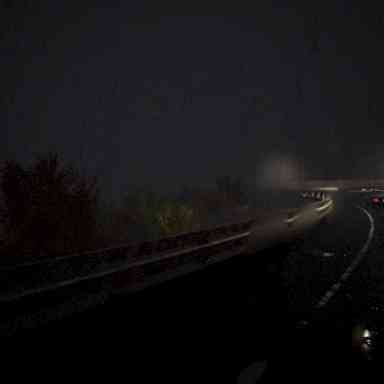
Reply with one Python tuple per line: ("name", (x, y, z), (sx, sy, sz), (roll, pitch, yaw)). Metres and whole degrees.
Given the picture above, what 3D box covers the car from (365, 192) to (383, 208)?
("car", (17.680, 0.724, 31.449), (2.033, 1.411, 5.357), (-1, 1, 20))
